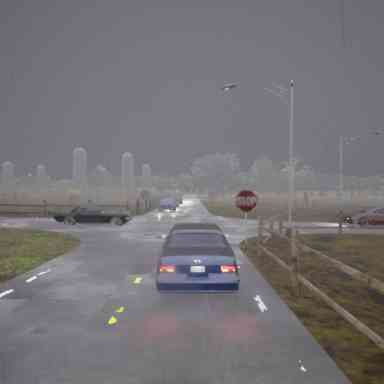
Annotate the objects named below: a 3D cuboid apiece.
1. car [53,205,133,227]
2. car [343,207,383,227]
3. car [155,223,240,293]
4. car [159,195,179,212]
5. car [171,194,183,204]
[{"bbox_3d":[-6.260,1.523,21.505,4.718,1.301,1.895,1,1,0],"label":"car"},{"bbox_3d":[13.506,1.823,24.569,4.181,1.385,1.994,1,1,0],"label":"car"},{"bbox_3d":[0.106,1.543,8.962,2.033,1.411,5.357,0,0,0],"label":"car"},{"bbox_3d":[-2.799,1.445,38.819,1.882,1.535,5.008,0,0,-1],"label":"car"},{"bbox_3d":[-2.833,1.441,49.254,2.128,1.511,4.902,0,0,0],"label":"car"}]
